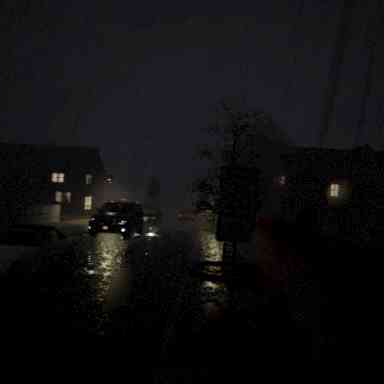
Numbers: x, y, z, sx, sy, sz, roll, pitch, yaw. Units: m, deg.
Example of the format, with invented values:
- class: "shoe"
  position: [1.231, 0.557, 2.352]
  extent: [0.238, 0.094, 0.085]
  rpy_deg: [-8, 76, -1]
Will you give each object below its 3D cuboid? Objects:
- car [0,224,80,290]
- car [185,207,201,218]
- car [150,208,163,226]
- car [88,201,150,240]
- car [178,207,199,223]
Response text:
- class: "car"
  position: [-4.944, 1.633, 9.413]
  extent: [1.895, 1.301, 4.718]
  rpy_deg: [4, -2, 3]
- class: "car"
  position: [0.222, 3.145, 52.500]
  extent: [2.128, 1.511, 4.902]
  rpy_deg: [4, -2, 3]
- class: "car"
  position: [-3.841, 2.205, 30.450]
  extent: [2.128, 1.511, 4.902]
  rpy_deg: [4, -2, 3]
- class: "car"
  position: [-4.366, 1.596, 20.131]
  extent: [2.150, 2.045, 5.566]
  rpy_deg: [4, -2, 3]
- class: "car"
  position: [-0.493, 2.722, 38.468]
  extent: [2.033, 1.411, 5.357]
  rpy_deg: [4, -2, 3]
